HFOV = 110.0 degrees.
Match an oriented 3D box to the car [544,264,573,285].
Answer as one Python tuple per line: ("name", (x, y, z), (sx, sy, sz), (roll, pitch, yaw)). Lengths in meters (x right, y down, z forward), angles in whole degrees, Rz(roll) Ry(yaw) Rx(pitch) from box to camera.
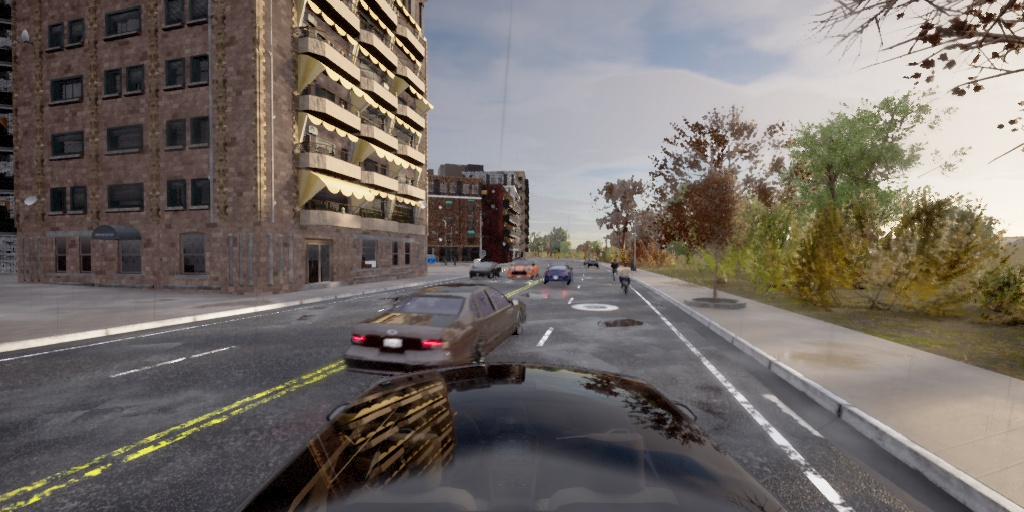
("car", (3.468, 1.270, 26.294), (1.812, 1.442, 4.674), (0, 0, 13))

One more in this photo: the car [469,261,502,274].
("car", (-2.232, 1.224, 31.431), (1.882, 1.535, 5.008), (0, 0, 13))

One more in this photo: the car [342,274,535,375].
("car", (-1.081, 1.296, 7.584), (2.033, 1.411, 5.357), (0, 0, 14))

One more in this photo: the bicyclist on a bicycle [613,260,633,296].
("bicyclist on a bicycle", (5.787, 1.181, 18.358), (0.866, 1.612, 1.509), (0, 0, 13))

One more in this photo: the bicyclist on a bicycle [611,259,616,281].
("bicyclist on a bicycle", (7.982, 1.112, 27.903), (0.659, 1.776, 1.843), (0, 0, 13))

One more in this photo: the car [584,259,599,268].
("car", (14.053, 1.225, 62.579), (1.837, 1.490, 4.892), (0, 0, 10))

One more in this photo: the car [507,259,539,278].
("car", (1.028, 1.096, 31.151), (2.097, 1.767, 4.553), (0, 0, 12))
